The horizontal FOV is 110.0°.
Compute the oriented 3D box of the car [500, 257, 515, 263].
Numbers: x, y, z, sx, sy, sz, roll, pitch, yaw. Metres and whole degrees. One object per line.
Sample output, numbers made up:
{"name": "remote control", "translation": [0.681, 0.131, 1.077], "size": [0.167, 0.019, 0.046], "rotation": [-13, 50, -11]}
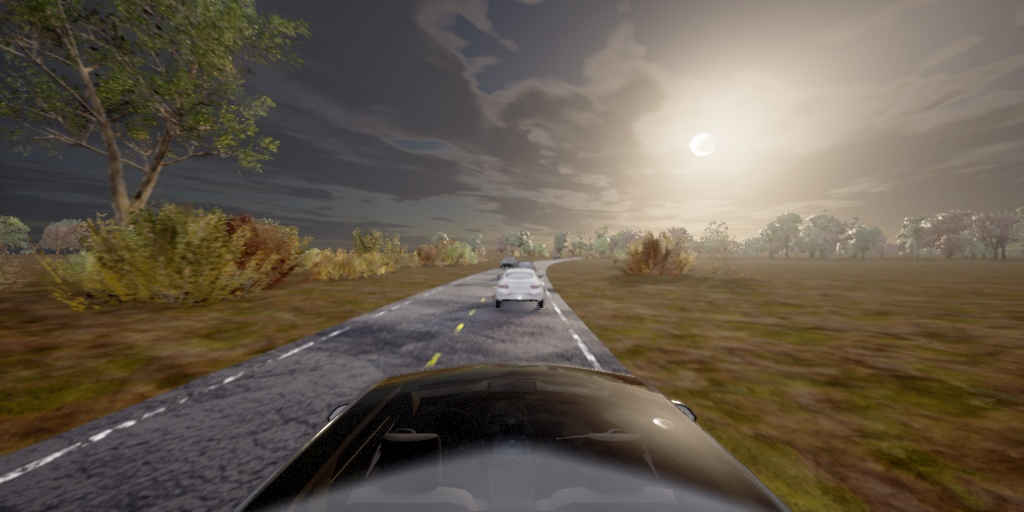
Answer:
{"name": "car", "translation": [-0.413, 0.858, 48.867], "size": [2.097, 1.767, 4.553], "rotation": [0, 0, 7]}

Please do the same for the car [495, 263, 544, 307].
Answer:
{"name": "car", "translation": [0.329, 1.208, 14.890], "size": [1.812, 1.442, 4.674], "rotation": [0, 0, 2]}

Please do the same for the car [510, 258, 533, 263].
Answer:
{"name": "car", "translation": [1.276, 1.140, 32.892], "size": [2.033, 1.411, 5.357], "rotation": [0, 0, 4]}
